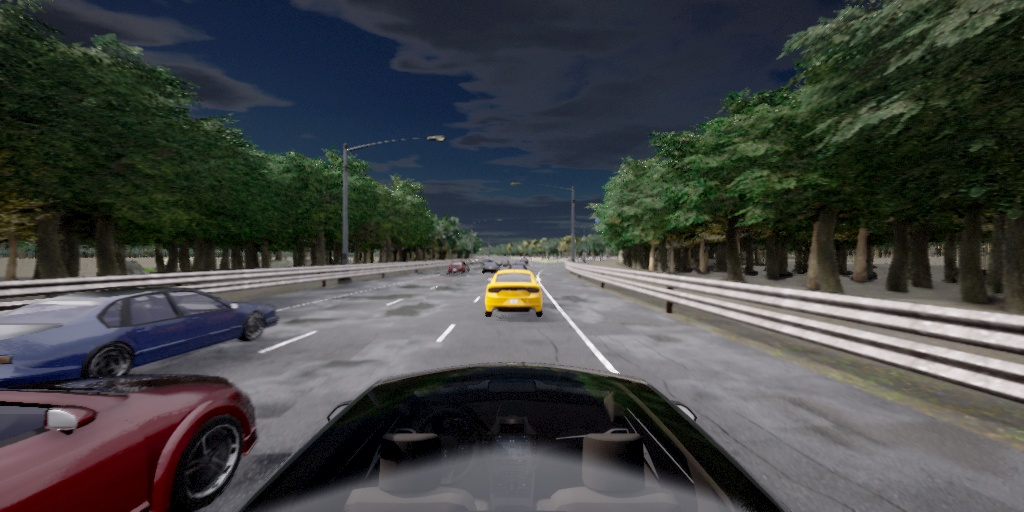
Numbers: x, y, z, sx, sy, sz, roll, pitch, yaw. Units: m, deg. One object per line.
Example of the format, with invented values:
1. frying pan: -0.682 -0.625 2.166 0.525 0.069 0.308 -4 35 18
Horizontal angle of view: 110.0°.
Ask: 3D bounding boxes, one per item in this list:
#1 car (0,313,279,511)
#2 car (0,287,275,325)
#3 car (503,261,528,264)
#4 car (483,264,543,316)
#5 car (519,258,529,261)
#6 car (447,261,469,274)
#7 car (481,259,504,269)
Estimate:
1. car: -3.410 1.311 1.672 1.994 1.385 4.181 0 0 0
2. car: -6.964 1.303 6.777 2.033 1.411 5.357 0 0 1
3. car: 0.502 1.373 32.437 1.994 1.385 4.181 0 0 2
4. car: 0.085 1.253 13.538 1.882 1.535 5.008 0 0 1
5. car: 1.164 1.353 49.145 2.033 1.411 5.357 0 0 3
6. car: -6.110 1.327 41.251 1.812 1.442 4.674 0 0 2
7. car: -2.468 1.369 44.518 1.994 1.385 4.181 0 0 3
